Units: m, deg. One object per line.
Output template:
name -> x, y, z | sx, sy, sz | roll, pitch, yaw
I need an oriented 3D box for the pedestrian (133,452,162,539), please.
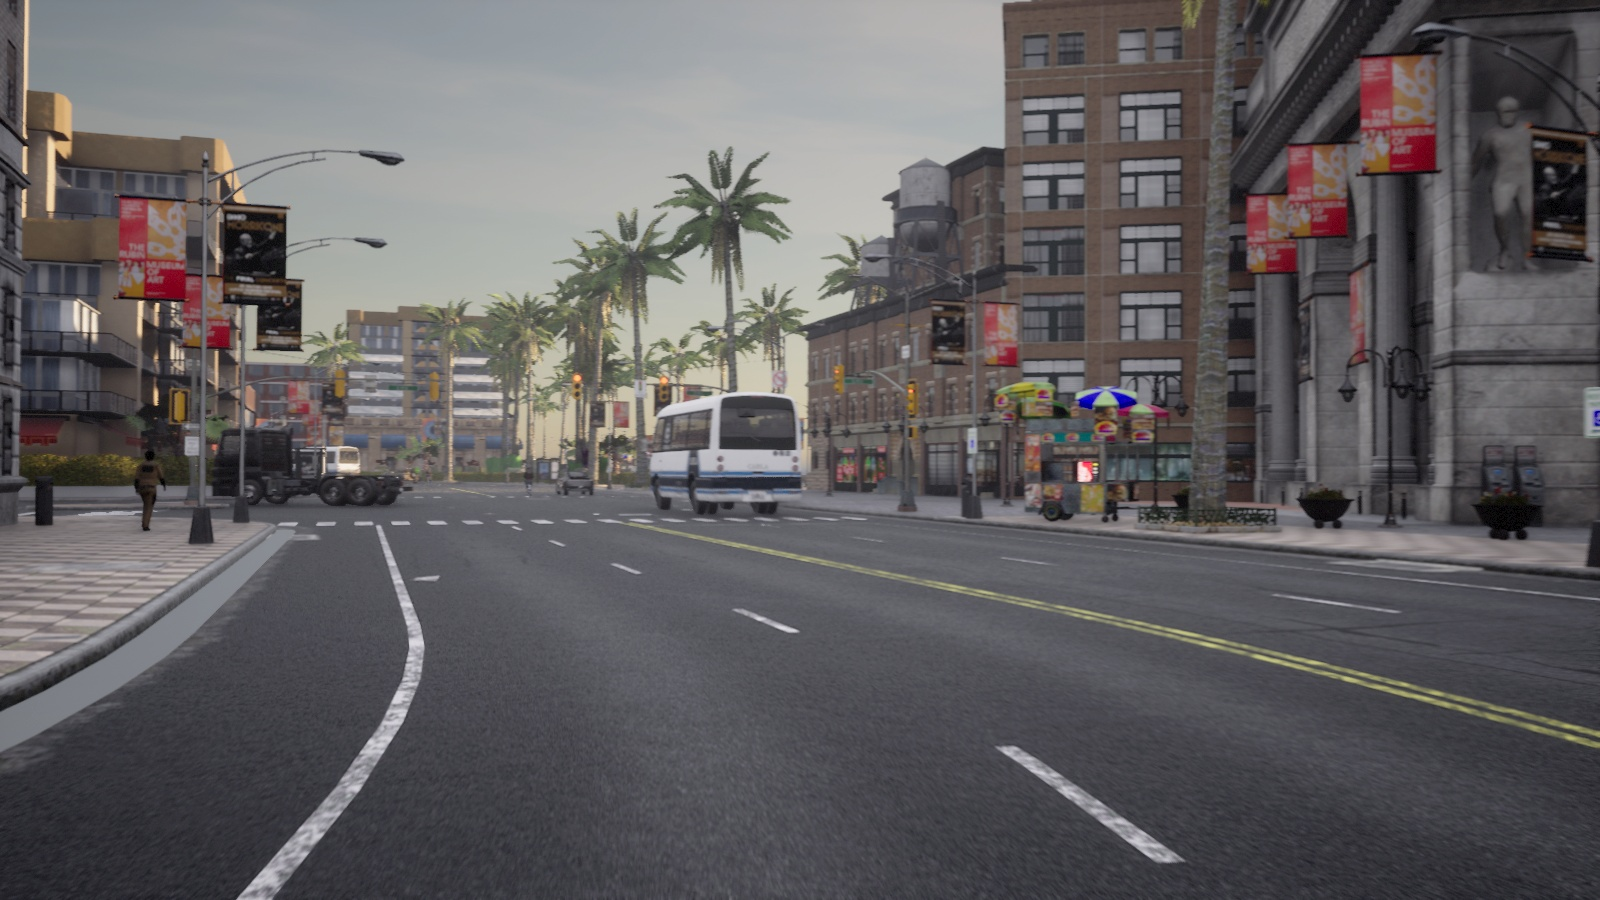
pedestrian -> -14.795, 1.022, 28.465 | 0.396, 1.930, 0.692 | 0, -1, -11

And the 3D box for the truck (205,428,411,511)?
truck -> -21.376, 0.857, 54.811 | 7.936, 3.462, 2.891 | 0, -1, 5

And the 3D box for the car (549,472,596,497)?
car -> -14.328, 2.165, 78.975 | 2.128, 1.511, 4.902 | 0, -1, -19

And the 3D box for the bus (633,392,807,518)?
bus -> -3.325, 0.256, 47.846 | 3.944, 4.253, 10.273 | 0, -1, -19
